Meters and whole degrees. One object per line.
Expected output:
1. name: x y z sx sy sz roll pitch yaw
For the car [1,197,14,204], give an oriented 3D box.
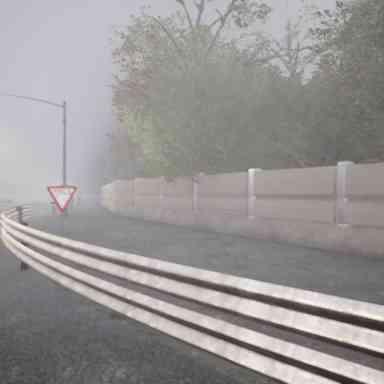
1. car: -34.384 1.515 61.930 1.895 1.301 4.718 0 0 -25
